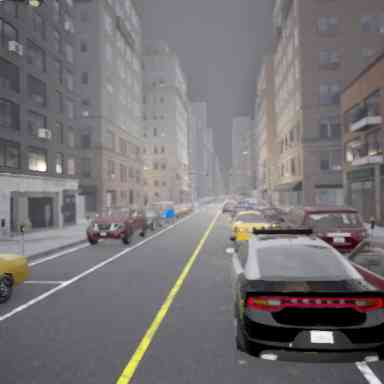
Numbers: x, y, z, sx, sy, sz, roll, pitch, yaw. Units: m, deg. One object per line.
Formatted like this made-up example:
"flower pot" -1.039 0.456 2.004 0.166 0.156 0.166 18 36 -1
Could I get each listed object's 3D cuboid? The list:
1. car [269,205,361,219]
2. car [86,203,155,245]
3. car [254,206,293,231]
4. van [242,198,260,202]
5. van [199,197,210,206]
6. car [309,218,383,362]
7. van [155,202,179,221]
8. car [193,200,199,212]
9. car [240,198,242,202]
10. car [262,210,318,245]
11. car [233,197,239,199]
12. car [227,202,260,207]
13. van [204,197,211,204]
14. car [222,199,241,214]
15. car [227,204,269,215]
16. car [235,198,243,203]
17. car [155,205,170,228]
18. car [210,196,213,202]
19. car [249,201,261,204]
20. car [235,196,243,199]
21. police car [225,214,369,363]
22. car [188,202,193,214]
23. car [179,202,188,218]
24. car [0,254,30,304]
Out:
"car" 4.096 1.359 11.049 2.192 1.841 5.009 -1 -1 6
"car" -3.759 1.611 17.602 2.192 1.841 5.009 -1 -1 6
"car" 5.340 1.717 22.316 1.947 1.339 4.313 -1 -1 6
"van" 7.194 1.646 39.225 1.690 1.788 3.998 -1 -1 6
"van" 2.309 2.121 72.804 1.690 1.788 3.998 -1 -1 6
"car" 3.479 1.430 5.413 1.967 1.590 4.097 -1 -1 6
"van" -2.520 1.745 28.869 1.690 1.788 3.998 -1 -1 6
"car" -0.657 2.102 45.770 2.008 1.369 4.403 -1 -1 6
"car" 7.835 1.880 45.028 1.752 1.417 4.829 -1 -1 6
"car" 4.721 1.663 16.682 1.947 1.339 4.313 -1 -1 6
"car" 5.734 1.937 50.337 1.882 1.535 5.008 -1 -1 6
"car" 3.428 1.696 22.158 1.837 1.490 4.892 -1 -1 6
"van" 4.139 2.254 89.461 1.690 1.788 3.998 -1 -1 6
"car" 4.761 1.947 41.394 1.994 1.385 4.181 -1 -1 7
"car" 2.794 1.592 16.383 1.801 1.575 5.366 -1 -1 6
"car" 13.228 2.305 94.096 2.008 1.369 4.403 -1 -1 6
"car" -3.134 1.900 23.232 2.008 1.369 4.403 -1 -1 6
"car" 3.529 2.185 83.910 2.192 1.841 5.009 -1 -1 6
"car" 5.959 1.756 27.951 2.008 1.369 4.403 -1 -1 6
"car" 10.786 2.021 71.891 1.967 1.590 4.097 -1 -1 6
"police car" 1.700 1.466 6.348 1.930 1.638 5.238 -1 -1 5
"car" -1.295 2.028 39.968 1.752 1.417 4.829 -1 -1 6
"car" -1.914 1.979 34.333 1.752 1.417 4.829 -1 -1 6
"car" -5.011 1.712 6.162 1.752 1.417 4.829 -1 -1 6
